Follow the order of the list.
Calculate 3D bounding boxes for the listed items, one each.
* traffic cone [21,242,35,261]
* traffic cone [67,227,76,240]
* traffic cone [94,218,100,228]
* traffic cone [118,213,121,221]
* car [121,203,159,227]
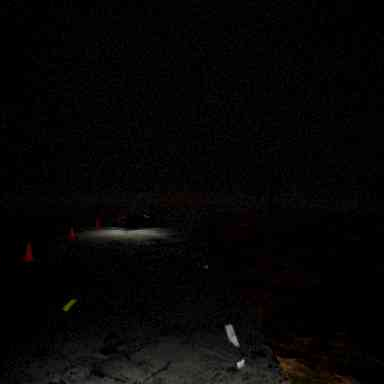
[{"bbox_3d":[-5.344,1.937,10.879,0.340,0.580,0.340,0,0,-4],"label":"traffic cone"},{"bbox_3d":[-5.720,1.944,15.791,0.340,0.580,0.340,0,0,-5],"label":"traffic cone"},{"bbox_3d":[-5.980,1.958,21.026,0.340,0.580,0.340,0,0,0],"label":"traffic cone"},{"bbox_3d":[-5.717,1.983,26.289,0.340,0.580,0.340,0,0,6],"label":"traffic cone"},{"bbox_3d":[-3.482,1.496,22.979,1.882,1.535,5.008,0,0,3],"label":"car"}]
